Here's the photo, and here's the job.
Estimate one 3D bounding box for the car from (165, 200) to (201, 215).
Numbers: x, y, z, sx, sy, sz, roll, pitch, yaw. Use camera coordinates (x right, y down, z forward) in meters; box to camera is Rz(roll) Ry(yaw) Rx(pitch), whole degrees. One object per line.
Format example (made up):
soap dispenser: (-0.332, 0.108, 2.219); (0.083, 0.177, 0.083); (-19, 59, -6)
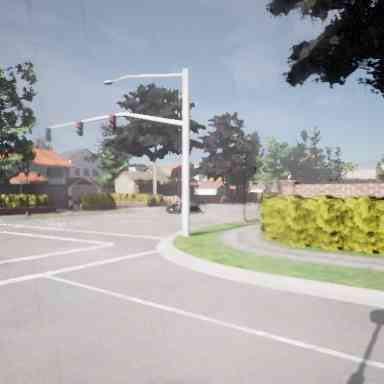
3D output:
car: (-0.870, 1.538, 34.368); (1.994, 1.385, 4.181); (0, 0, 35)
